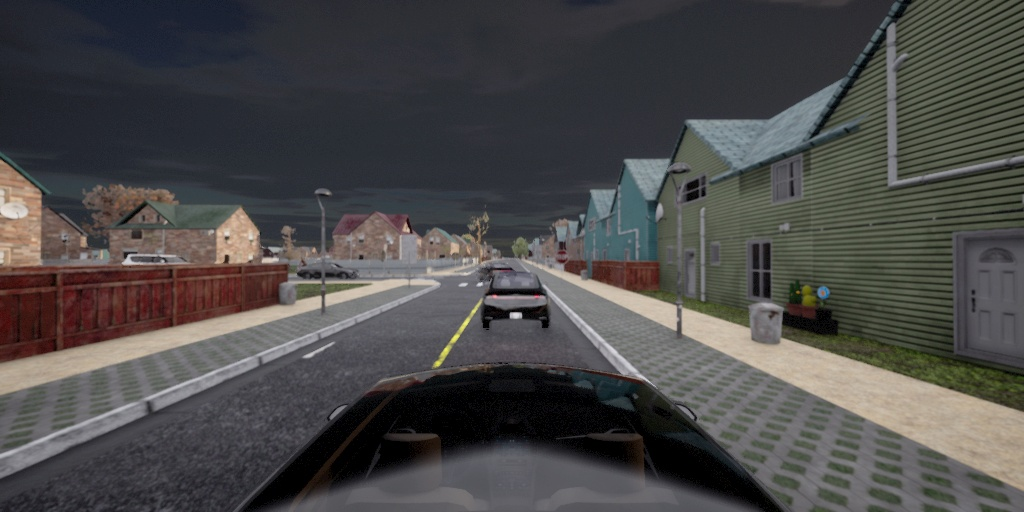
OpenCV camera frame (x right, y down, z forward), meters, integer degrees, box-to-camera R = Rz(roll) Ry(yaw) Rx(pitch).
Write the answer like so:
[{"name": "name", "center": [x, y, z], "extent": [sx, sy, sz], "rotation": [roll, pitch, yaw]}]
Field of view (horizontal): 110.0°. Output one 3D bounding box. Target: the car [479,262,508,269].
[{"name": "car", "center": [-1.279, 1.202, 26.323], "extent": [2.128, 1.511, 4.902], "rotation": [0, 0, -18]}]

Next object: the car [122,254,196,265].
[{"name": "car", "center": [-27.788, 0.896, 28.740], "extent": [5.566, 2.045, 2.150], "rotation": [1, -1, 0]}]

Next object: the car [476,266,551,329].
[{"name": "car", "center": [0.105, 1.227, 11.129], "extent": [2.128, 1.511, 4.902], "rotation": [0, 0, 0]}]

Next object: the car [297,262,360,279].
[{"name": "car", "center": [-14.706, 1.214, 28.820], "extent": [4.674, 1.442, 1.812], "rotation": [0, -1, 0]}]

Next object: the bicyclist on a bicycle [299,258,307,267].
[{"name": "bicyclist on a bicycle", "center": [-20.184, 1.042, 34.644], "extent": [0.582, 1.620, 1.656], "rotation": [0, 0, 0]}]
